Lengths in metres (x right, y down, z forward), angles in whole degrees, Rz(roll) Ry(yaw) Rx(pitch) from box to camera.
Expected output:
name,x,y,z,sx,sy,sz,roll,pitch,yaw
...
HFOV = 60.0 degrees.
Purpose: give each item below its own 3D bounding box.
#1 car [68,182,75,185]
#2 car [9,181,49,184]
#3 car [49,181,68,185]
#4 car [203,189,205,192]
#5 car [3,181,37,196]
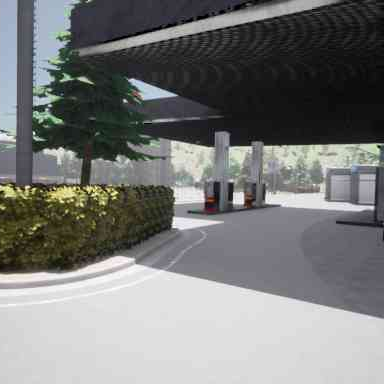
name,x,y,z,sx,sy,sz,roll,pitch,yaw
car,-25.645,-1.289,68.024,4.605,1.855,1.932,2,2,35
car,-17.351,-0.184,35.189,3.866,1.878,1.905,2,2,35
car,-26.976,-1.264,65.408,3.866,1.878,1.905,2,2,35
car,4.686,-0.310,65.637,5.027,1.636,2.152,2,2,35
car,-21.902,-0.472,42.394,4.605,1.855,1.932,2,2,35
